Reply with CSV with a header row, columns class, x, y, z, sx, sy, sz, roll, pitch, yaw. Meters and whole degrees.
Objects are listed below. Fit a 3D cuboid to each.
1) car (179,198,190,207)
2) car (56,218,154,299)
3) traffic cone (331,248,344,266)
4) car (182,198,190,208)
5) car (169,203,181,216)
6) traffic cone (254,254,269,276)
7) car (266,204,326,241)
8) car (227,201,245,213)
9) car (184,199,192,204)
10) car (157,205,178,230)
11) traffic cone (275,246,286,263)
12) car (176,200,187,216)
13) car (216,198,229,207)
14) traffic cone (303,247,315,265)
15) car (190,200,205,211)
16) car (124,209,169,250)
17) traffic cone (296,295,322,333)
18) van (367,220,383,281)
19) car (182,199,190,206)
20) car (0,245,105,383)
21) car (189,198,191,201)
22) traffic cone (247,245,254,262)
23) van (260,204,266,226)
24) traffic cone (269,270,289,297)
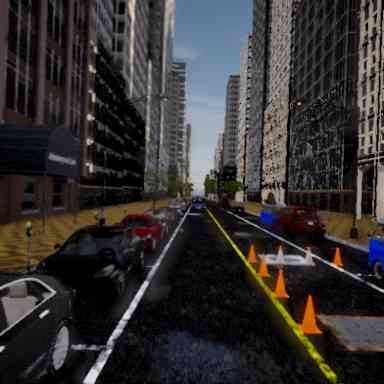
class,x,y,z,sx,sy,sz,roll,pitch,yaw
car,-1.481,2.095,65.338,1.967,1.590,4.097,2,-1,1
car,-2.325,1.576,8.511,1.947,1.339,4.313,2,-1,1
traffic cone,5.127,2.268,11.740,0.340,0.580,0.340,2,-1,1
car,-1.736,2.013,48.289,2.008,1.369,4.403,2,-1,1
car,-2.073,1.786,25.558,1.802,1.307,4.206,2,-1,1
traffic cone,2.100,2.138,9.786,0.340,0.580,0.340,2,-1,1
car,6.224,1.754,19.751,2.192,1.841,5.009,1,-1,1
car,6.638,2.313,48.162,2.008,1.369,4.403,2,-1,1
car,-1.149,2.477,88.068,1.947,1.339,4.313,2,-1,1
car,-2.157,1.690,19.876,2.008,1.369,4.403,2,-1,1
traffic cone,3.129,2.197,11.770,0.340,0.580,0.340,2,-1,1
car,-1.905,1.884,36.924,2.008,1.369,4.403,2,-1,1
car,6.980,2.334,70.895,2.192,1.841,5.009,2,-1,1
traffic cone,4.128,2.233,11.755,0.340,0.580,0.340,2,-1,1
car,0.997,2.111,50.654,1.812,1.442,4.674,2,-1,1
car,-2.240,1.619,14.193,1.887,1.381,4.507,2,-1,1
traffic cone,2.041,2.093,5.787,0.340,0.580,0.340,2,-1,1
van,6.055,1.651,8.386,1.690,1.788,3.998,1,-1,1
car,-1.317,2.307,76.533,1.752,1.417,4.829,2,-1,1
car,-2.409,1.496,2.828,2.008,1.369,4.403,2,-1,1
car,-1.569,2.173,59.654,1.802,1.307,4.206,2,-1,1
traffic cone,2.130,2.161,11.785,0.340,0.580,0.340,2,-1,1
van,6.307,1.845,25.434,1.690,1.788,3.998,1,-1,1
traffic cone,2.070,2.115,7.786,0.340,0.580,0.340,2,-1,1
